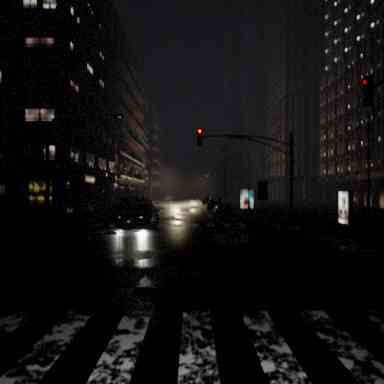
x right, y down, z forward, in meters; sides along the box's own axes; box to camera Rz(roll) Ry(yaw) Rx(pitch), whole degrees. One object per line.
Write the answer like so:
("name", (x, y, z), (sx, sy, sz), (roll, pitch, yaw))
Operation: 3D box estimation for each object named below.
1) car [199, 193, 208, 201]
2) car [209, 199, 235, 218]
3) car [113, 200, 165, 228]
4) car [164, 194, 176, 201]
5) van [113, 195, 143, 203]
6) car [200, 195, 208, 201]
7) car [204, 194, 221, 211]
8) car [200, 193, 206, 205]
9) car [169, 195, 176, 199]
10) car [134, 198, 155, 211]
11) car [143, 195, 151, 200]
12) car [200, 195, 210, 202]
("car", (2.825, 1.173, 84.151), (2.192, 1.841, 5.009), (0, 0, 0))
("car", (2.740, 1.523, 28.875), (1.802, 1.307, 4.206), (0, 0, 0))
("car", (-3.425, 1.488, 22.250), (1.812, 1.442, 4.674), (1, 0, 10))
("car", (-5.565, 1.305, 78.637), (1.967, 1.590, 4.097), (0, 0, 0))
("van", (-5.639, 1.282, 28.888), (1.690, 1.788, 3.998), (0, 0, 0))
("car", (2.815, 1.447, 78.624), (1.802, 1.307, 4.206), (0, 0, 0))
("car", (2.758, 1.360, 39.931), (1.967, 1.590, 4.097), (0, 0, 0))
("car", (2.783, 1.333, 56.513), (1.967, 1.590, 4.097), (0, 0, 0))
("car", (-5.541, 1.413, 95.220), (1.947, 1.339, 4.313), (0, 0, 0))
("car", (-5.624, 1.465, 39.945), (1.887, 1.381, 4.507), (0, 0, 0))
("car", (-5.630, 1.246, 34.416), (2.192, 1.841, 5.009), (0, 0, 0))
("car", (2.807, 1.416, 73.096), (1.887, 1.381, 4.507), (0, 0, 0))
